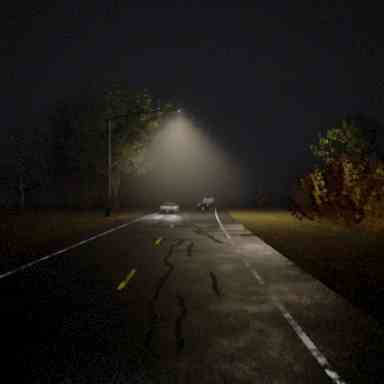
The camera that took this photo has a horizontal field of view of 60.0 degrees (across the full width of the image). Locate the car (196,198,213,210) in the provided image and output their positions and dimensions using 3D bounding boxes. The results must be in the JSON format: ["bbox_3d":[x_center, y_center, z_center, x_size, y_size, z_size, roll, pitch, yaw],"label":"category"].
[{"bbox_3d":[1.676,1.892,47.180,1.895,1.301,4.718,0,0,4],"label":"car"}]

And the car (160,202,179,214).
[{"bbox_3d":[-2.598,1.848,38.800,1.895,1.301,4.718,0,0,3],"label":"car"}]

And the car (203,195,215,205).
[{"bbox_3d":[3.372,1.612,66.873,2.150,2.045,5.566,0,-1,6],"label":"car"}]
